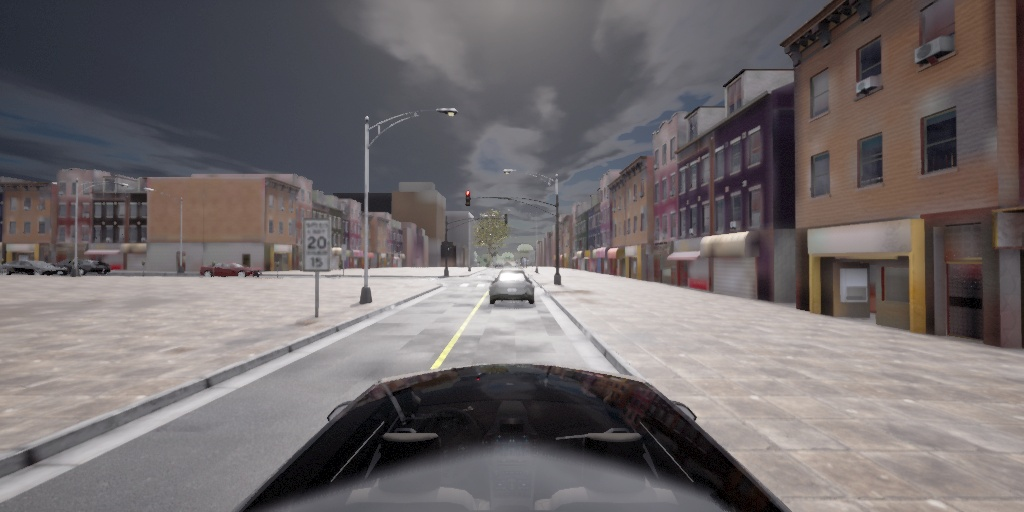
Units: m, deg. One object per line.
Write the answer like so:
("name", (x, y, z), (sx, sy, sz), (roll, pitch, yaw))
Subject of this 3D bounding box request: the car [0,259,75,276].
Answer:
("car", (-39.720, 1.020, 29.795), (4.313, 1.339, 1.948), (0, 0, 0))

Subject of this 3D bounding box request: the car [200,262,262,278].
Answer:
("car", (-23.240, 1.158, 29.732), (4.507, 1.381, 1.888), (0, 0, 0))

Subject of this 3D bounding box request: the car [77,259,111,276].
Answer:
("car", (-39.343, 1.006, 32.439), (4.892, 1.490, 1.837), (1, -1, 0))

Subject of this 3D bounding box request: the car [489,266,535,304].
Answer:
("car", (0.000, 1.351, 16.503), (1.994, 1.385, 4.181), (0, 0, 0))
